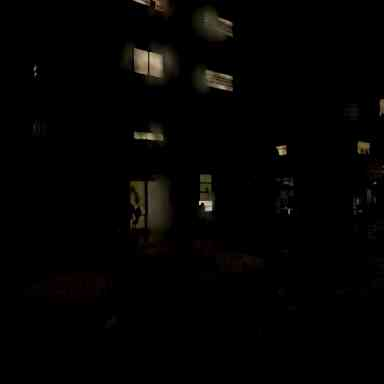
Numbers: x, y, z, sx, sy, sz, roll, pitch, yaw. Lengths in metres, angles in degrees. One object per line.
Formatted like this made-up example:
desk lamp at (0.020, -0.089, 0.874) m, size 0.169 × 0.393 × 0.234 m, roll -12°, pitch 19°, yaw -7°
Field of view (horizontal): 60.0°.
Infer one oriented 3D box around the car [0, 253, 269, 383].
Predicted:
car at (-1.912, 1.547, 2.019) m, size 5.357 × 1.411 × 2.033 m, roll 0°, pitch 0°, yaw -35°

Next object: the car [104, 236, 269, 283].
car at (-0.686, 1.525, 6.068) m, size 4.829 × 1.417 × 1.752 m, roll 0°, pitch 0°, yaw -35°

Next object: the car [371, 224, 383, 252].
car at (8.461, 1.550, 12.566) m, size 4.403 × 1.369 × 2.008 m, roll 0°, pitch 0°, yaw -35°
